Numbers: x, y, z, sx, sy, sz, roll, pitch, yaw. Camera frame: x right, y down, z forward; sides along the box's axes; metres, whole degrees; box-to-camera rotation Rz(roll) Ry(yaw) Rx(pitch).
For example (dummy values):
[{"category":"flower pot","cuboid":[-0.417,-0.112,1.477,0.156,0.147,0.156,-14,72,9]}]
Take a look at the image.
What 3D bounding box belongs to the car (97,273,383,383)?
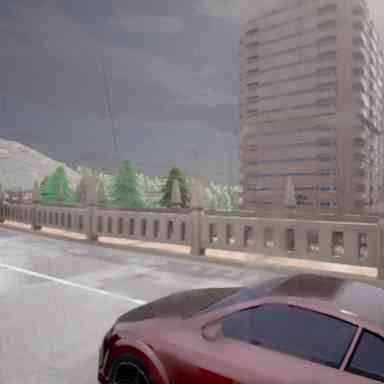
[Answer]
[{"category":"car","cuboid":[1.008,1.563,3.275,4.181,1.385,1.994,0,0,36]}]
